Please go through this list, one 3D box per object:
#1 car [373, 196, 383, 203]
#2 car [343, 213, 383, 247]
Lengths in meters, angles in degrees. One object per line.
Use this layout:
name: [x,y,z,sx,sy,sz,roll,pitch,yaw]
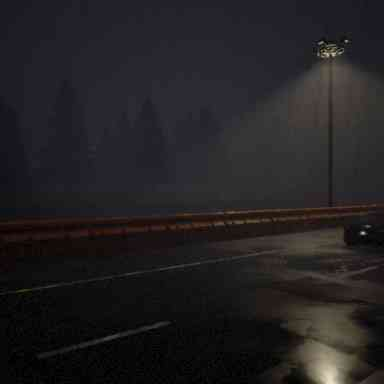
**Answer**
car: [37.854,1.469,66.937,1.882,1.535,5.008,0,0,39]
car: [8.267,1.573,14.058,4.181,1.385,1.994,0,0,-35]
